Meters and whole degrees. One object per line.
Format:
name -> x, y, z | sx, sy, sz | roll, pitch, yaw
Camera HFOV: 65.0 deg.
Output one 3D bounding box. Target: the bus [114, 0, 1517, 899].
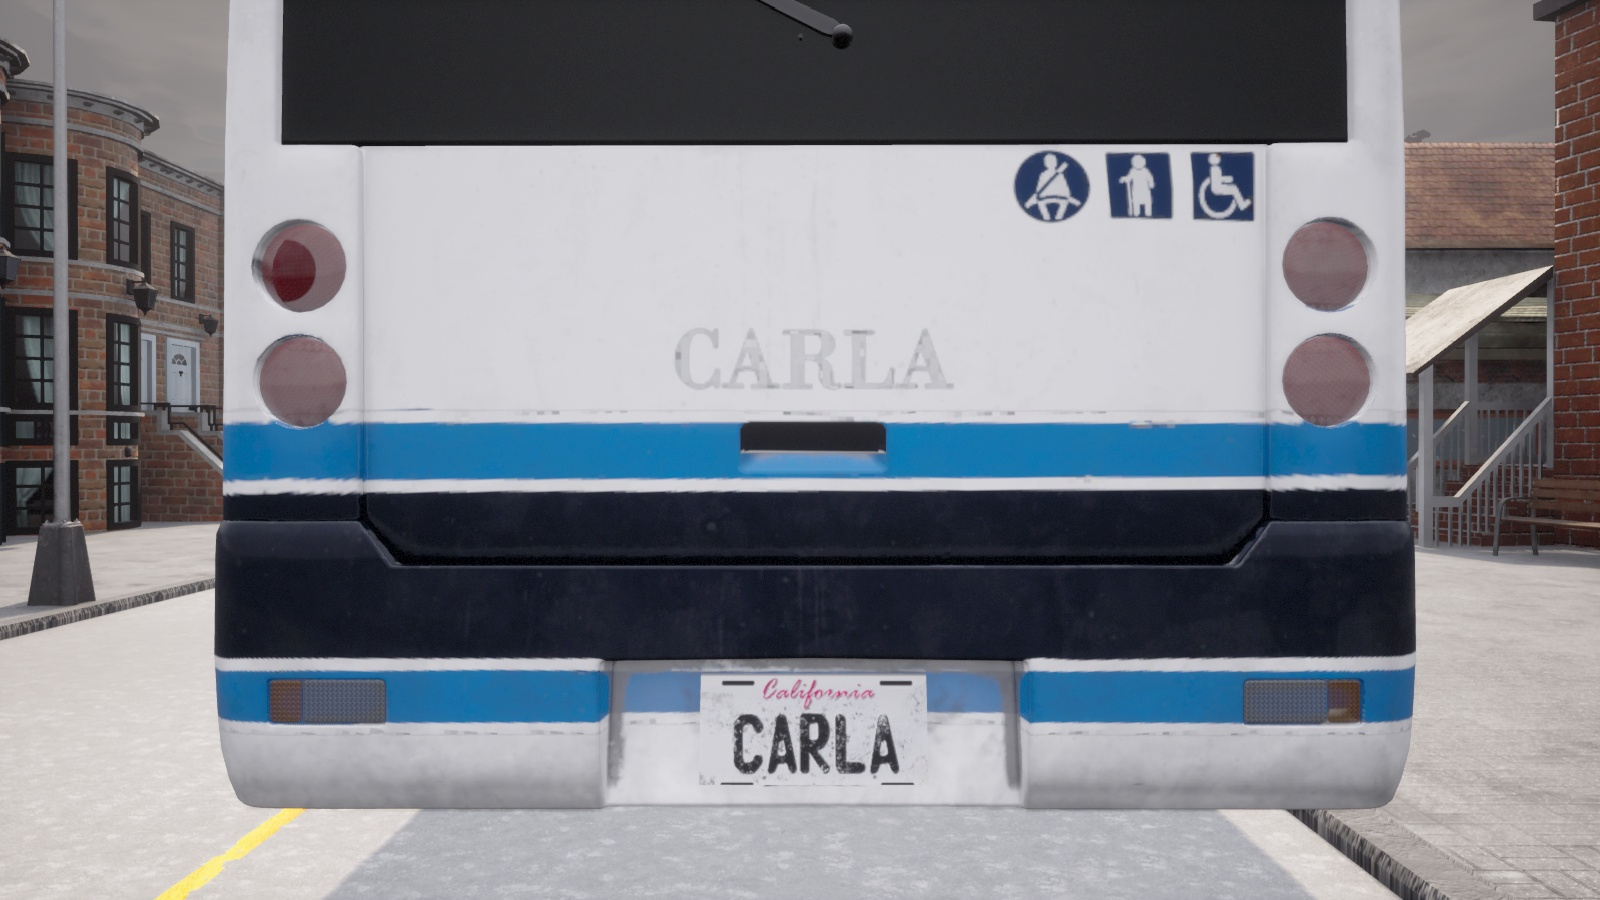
bus -> 0.066, -0.679, 8.669 | 3.944, 4.253, 10.273 | 0, 0, 0
